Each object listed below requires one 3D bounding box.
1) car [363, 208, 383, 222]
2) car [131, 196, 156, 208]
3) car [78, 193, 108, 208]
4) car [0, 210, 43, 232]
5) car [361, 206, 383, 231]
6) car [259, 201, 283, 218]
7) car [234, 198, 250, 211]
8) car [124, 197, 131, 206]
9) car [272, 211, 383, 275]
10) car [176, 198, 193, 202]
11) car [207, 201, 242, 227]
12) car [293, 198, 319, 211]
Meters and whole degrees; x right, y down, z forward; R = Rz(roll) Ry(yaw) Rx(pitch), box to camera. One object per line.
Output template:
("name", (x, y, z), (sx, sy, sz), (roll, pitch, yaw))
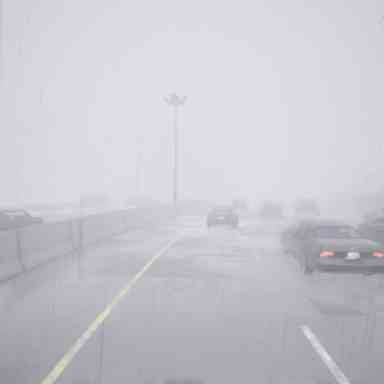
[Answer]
("car", (7.831, 1.526, 12.460), (2.128, 1.511, 4.902), (0, 0, 6))
("car", (-6.768, 1.494, 48.846), (1.837, 1.490, 4.892), (0, 0, 13))
("car", (-14.142, 1.185, 47.959), (2.150, 2.045, 5.566), (0, 0, 13))
("car", (-9.541, 1.569, 16.582), (1.895, 1.301, 4.718), (0, 0, 7))
("car", (12.448, 1.657, 20.904), (1.895, 1.301, 4.718), (0, 0, 9))
("car", (7.153, 1.543, 30.129), (1.837, 1.490, 4.892), (0, 0, 12))
("car", (5.935, 1.542, 40.756), (1.837, 1.490, 4.892), (0, 0, 13))
("car", (-9.237, 1.486, 53.655), (1.837, 1.490, 4.892), (0, 0, 13))
("car", (4.096, 1.567, 10.517), (2.033, 1.411, 5.357), (0, 0, 5))
("car", (-1.257, 1.616, 57.129), (1.895, 1.301, 4.718), (0, 0, 13))
("car", (2.168, 1.580, 22.766), (1.994, 1.385, 4.181), (0, 0, 9))
("car", (11.560, 1.409, 33.848), (2.097, 1.767, 4.553), (0, 0, 12))
